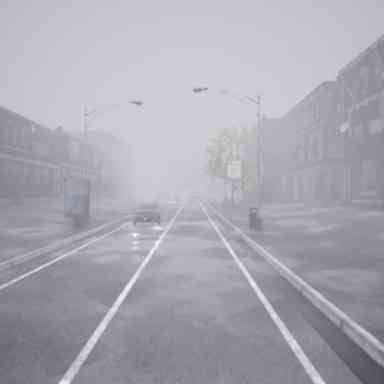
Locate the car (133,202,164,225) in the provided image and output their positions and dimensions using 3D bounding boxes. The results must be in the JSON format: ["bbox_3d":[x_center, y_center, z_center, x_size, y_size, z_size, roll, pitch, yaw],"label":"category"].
[{"bbox_3d":[-3.099,1.506,24.375,1.837,1.490,4.892,0,0,0],"label":"car"}]

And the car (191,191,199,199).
[{"bbox_3d":[0.897,0.713,90.426,2.150,2.045,5.566,0,0,0],"label":"car"}]

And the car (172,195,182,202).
[{"bbox_3d":[-3.009,1.212,65.900,2.033,1.411,5.357,0,1,0],"label":"car"}]

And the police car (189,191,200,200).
[{"bbox_3d":[0.897,0.976,80.504,1.930,1.638,5.238,0,0,0],"label":"police car"}]
